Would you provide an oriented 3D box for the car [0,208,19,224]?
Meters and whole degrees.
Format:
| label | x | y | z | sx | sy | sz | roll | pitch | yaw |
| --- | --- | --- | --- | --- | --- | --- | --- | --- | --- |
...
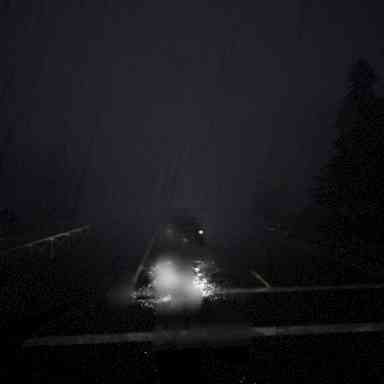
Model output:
| label | x | y | z | sx | sy | sz | roll | pitch | yaw |
| --- | --- | --- | --- | --- | --- | --- | --- | --- | --- |
| car | -18.240 | 2.291 | 31.652 | 1.970 | 1.475 | 3.806 | -1 | -1 | -3 |

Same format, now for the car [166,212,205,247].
| label | x | y | z | sx | sy | sz | roll | pitch | yaw |
| --- | --- | --- | --- | --- | --- | --- | --- | --- | --- |
| car | -0.425 | 1.973 | 17.348 | 1.895 | 1.301 | 4.718 | -1 | -1 | -3 |

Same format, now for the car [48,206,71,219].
| label | x | y | z | sx | sy | sz | roll | pitch | yaw |
| --- | --- | --- | --- | --- | --- | --- | --- | --- | --- |
| car | -15.642 | 2.401 | 39.215 | 1.845 | 1.501 | 3.633 | -1 | -1 | -3 |

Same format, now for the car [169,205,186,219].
| label | x | y | z | sx | sy | sz | roll | pitch | yaw |
| --- | --- | --- | --- | --- | --- | --- | --- | --- | --- |
| car | -1.718 | 2.354 | 39.593 | 1.837 | 1.490 | 4.892 | -1 | -1 | -3 |

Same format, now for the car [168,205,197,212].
| label | x | y | z | sx | sy | sz | roll | pitch | yaw |
| --- | --- | --- | --- | --- | --- | --- | --- | --- | --- |
| car | -1.039 | 2.082 | 27.548 | 2.128 | 1.511 | 4.902 | -1 | -1 | -3 |

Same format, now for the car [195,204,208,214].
| label | x | y | z | sx | sy | sz | roll | pitch | yaw |
| --- | --- | --- | --- | --- | --- | --- | --- | --- | --- |
| car | 1.289 | 2.494 | 49.764 | 1.882 | 1.535 | 5.008 | -1 | -2 | -3 |
